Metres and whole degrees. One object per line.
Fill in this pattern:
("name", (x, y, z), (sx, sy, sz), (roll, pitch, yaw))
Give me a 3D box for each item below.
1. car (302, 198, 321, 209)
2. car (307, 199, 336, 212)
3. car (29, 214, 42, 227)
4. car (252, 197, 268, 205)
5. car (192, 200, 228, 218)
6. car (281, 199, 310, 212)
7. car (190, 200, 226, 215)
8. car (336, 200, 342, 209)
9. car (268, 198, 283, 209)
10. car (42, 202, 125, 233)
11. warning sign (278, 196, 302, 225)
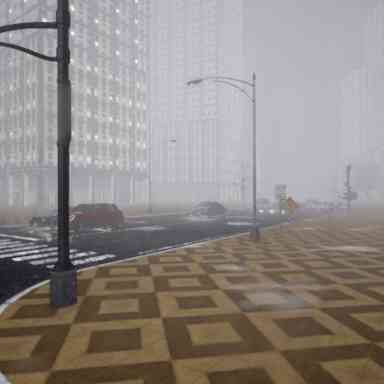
("car", (19.065, 1.823, 52.789), (1.882, 1.535, 5.008), (0, 0, 31))
("car", (16.753, 1.879, 42.910), (1.895, 1.301, 4.718), (0, 0, 33))
("car", (-8.430, 1.673, 23.271), (2.033, 1.411, 5.357), (0, 0, 34))
("car", (10.920, 1.560, 51.961), (1.837, 1.490, 4.892), (0, 0, 32))
("car", (1.864, 1.726, 32.594), (1.812, 1.442, 4.674), (0, 0, 34))
("car", (13.843, 1.890, 44.394), (1.895, 1.301, 4.718), (0, 0, 33))
("car", (1.936, 1.748, 38.479), (1.837, 1.490, 4.892), (0, 0, 34))
("car", (21.860, 1.933, 51.129), (1.895, 1.301, 4.718), (0, 0, 31))
("car", (13.530, 1.809, 50.012), (1.882, 1.535, 5.008), (0, -1, 32))
("car", (-6.354, 1.459, 20.506), (2.097, 1.767, 4.553), (0, -1, 34))
("warning sign", (6.764, 1.246, 22.994), (1.300, 1.860, 1.060), (0, 0, 34))
